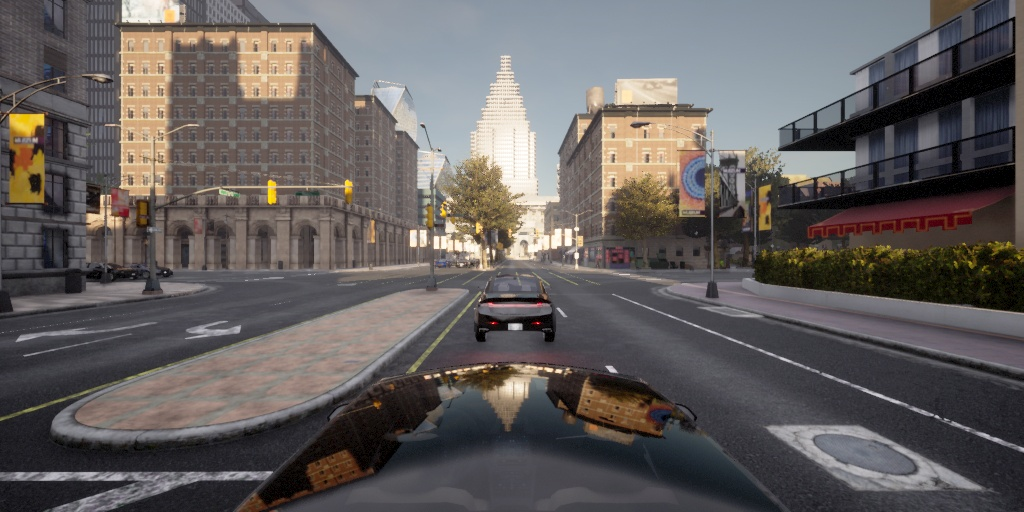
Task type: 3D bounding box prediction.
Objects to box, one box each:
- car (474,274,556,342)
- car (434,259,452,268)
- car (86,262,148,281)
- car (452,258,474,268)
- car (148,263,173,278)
[{"bbox_3d":[0.080,1.242,9.776,2.128,1.511,4.902,0,0,0],"label":"car"},{"bbox_3d":[-11.549,1.227,60.008,1.882,1.535,5.008,0,0,0],"label":"car"},{"bbox_3d":[-33.345,1.228,29.200,5.008,1.535,1.882,0,0,0],"label":"car"},{"bbox_3d":[-8.052,1.241,59.593,2.128,1.511,4.902,0,0,0],"label":"car"},{"bbox_3d":[-33.633,1.314,32.693,4.181,1.385,1.994,0,0,-1],"label":"car"}]
